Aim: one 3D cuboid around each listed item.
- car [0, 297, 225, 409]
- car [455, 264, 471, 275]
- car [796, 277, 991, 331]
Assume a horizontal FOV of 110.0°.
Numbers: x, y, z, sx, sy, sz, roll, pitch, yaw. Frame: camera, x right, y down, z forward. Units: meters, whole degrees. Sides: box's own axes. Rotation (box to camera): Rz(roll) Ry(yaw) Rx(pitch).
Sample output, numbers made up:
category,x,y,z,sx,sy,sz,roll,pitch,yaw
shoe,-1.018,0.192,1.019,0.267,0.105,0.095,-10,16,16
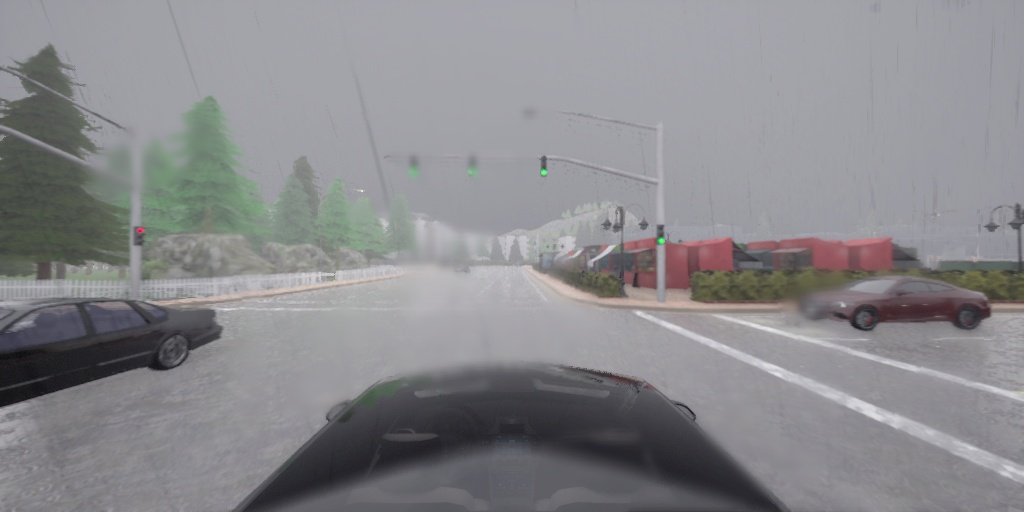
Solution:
category,x,y,z,sx,sy,sz,roll,pitch,yaw
car,-7.001,1.338,5.161,2.033,1.411,5.357,0,-1,0
car,-6.982,1.884,51.245,2.128,1.511,4.902,0,-1,0
car,11.156,1.335,10.630,4.674,1.442,1.812,0,-1,0
